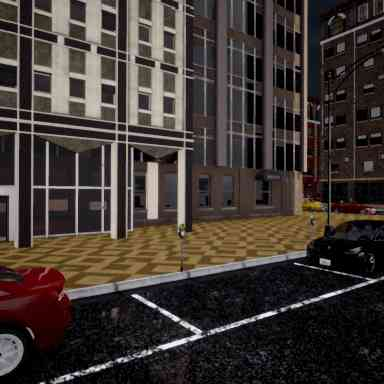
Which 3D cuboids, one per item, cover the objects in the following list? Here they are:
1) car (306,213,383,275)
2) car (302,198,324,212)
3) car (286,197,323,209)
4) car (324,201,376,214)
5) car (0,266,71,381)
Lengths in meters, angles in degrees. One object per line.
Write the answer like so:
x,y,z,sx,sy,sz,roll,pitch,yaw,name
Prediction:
5.455,1.567,10.473,4.313,1.339,1.947,0,0,-36,car
12.283,1.467,36.611,1.752,1.417,4.829,0,0,-36,car
15.574,1.500,46.381,1.752,1.417,4.829,0,0,-36,car
15.492,1.535,32.154,1.802,1.307,4.206,0,0,-36,car
-3.793,1.545,3.847,4.507,1.381,1.887,0,0,-36,car
